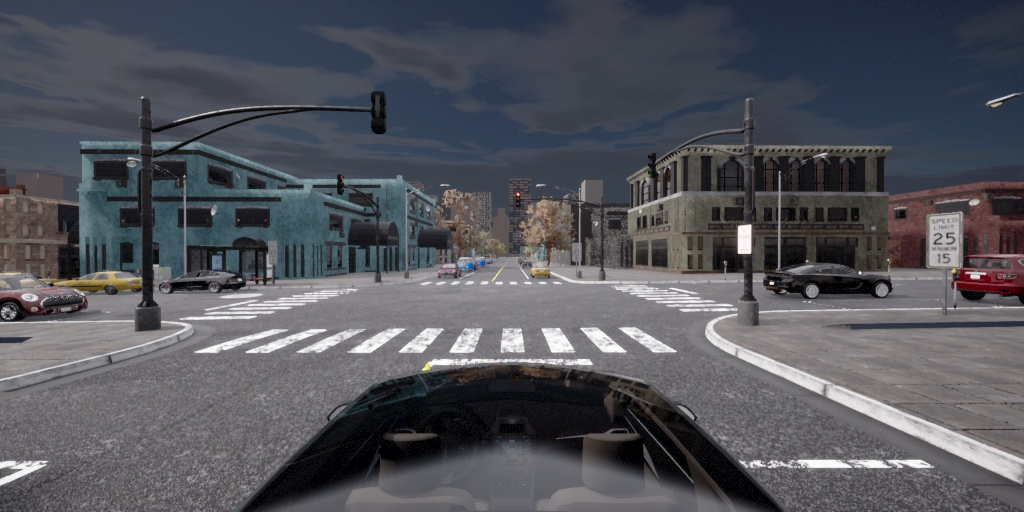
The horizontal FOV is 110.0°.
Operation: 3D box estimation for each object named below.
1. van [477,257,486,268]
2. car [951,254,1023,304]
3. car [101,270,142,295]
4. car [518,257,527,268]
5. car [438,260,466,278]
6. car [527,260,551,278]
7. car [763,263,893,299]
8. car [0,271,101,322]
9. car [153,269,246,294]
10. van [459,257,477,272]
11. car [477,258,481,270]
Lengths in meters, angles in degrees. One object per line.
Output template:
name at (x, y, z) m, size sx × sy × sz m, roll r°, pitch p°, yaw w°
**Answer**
van at (-5.803, 1.078, 61.200) m, size 1.690 × 1.789 × 3.998 m, roll 0°, pitch 0°, yaw 0°
car at (19.925, 0.842, 13.634) m, size 5.009 × 1.841 × 2.192 m, roll 0°, pitch 0°, yaw -1°
car at (-24.050, 1.501, 21.142) m, size 4.829 × 1.417 × 1.751 m, roll 0°, pitch 0°, yaw -1°
car at (2.578, 1.288, 61.217) m, size 2.007 × 1.370 × 4.403 m, roll 0°, pitch 0°, yaw 0°
car at (-5.748, 1.326, 33.469) m, size 1.802 × 1.307 × 4.207 m, roll 0°, pitch 0°, yaw 0°
car at (2.631, 1.269, 33.655) m, size 1.751 × 1.417 × 4.829 m, roll 0°, pitch 0°, yaw 0°
car at (14.178, 1.050, 16.204) m, size 5.008 × 1.535 × 1.882 m, roll -1°, pitch 1°, yaw -1°
car at (-18.091, 1.423, 12.912) m, size 4.097 × 1.591 × 1.967 m, roll 0°, pitch 0°, yaw -1°
car at (-18.227, 1.474, 21.258) m, size 4.313 × 1.339 × 1.948 m, roll 0°, pitch 0°, yaw -1°
van at (-5.770, 1.082, 44.561) m, size 1.690 × 1.789 × 3.998 m, roll 0°, pitch 0°, yaw 0°
car at (-5.782, 1.285, 50.108) m, size 1.888 × 1.381 × 4.507 m, roll 0°, pitch 0°, yaw 0°
